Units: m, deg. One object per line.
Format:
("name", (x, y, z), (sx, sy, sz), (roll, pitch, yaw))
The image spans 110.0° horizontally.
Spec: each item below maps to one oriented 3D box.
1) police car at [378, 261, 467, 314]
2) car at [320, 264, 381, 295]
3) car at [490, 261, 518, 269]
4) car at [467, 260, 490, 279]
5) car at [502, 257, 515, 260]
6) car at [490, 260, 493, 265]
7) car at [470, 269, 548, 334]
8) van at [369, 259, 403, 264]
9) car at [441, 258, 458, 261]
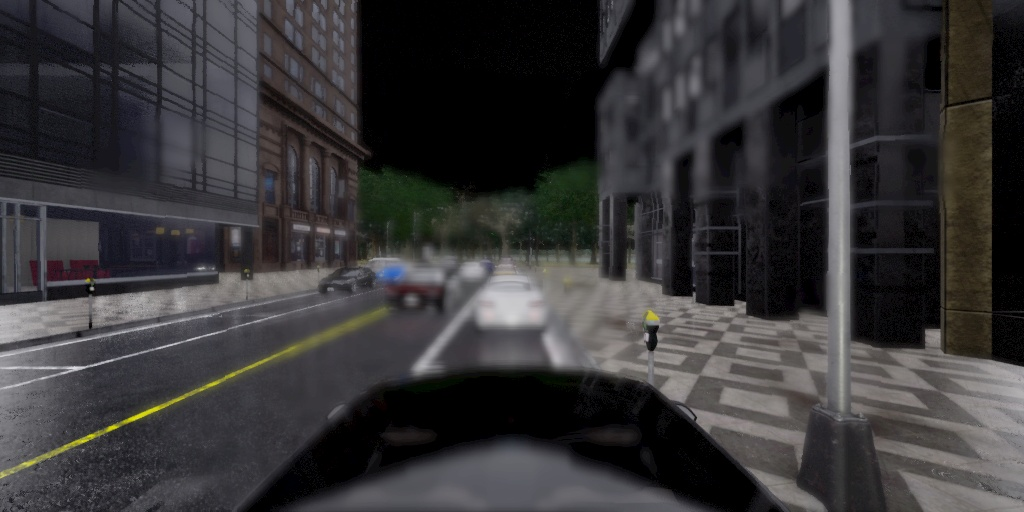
("police car", (-3.147, 1.175, 13.830), (1.930, 1.638, 5.238), (0, 0, 0))
("car", (-8.908, 1.317, 19.986), (1.948, 1.339, 4.313), (0, 0, 0))
("car", (-0.383, 1.278, 25.593), (1.751, 1.417, 4.829), (0, 0, 0))
("car", (-3.064, 1.279, 29.050), (1.812, 1.442, 4.674), (0, 0, 0))
("car", (-0.383, 1.196, 36.298), (1.967, 1.591, 4.097), (0, 0, 0))
("car", (-3.062, 1.238, 44.632), (1.882, 1.535, 5.008), (0, 0, 0))
("car", (0.003, 1.276, 10.500), (1.812, 1.442, 4.674), (0, 0, 0))
("van", (-8.908, 1.093, 25.423), (1.690, 1.789, 3.998), (0, 0, 0))
("car", (-6.232, 1.261, 37.414), (1.837, 1.490, 4.892), (0, 0, 0))
